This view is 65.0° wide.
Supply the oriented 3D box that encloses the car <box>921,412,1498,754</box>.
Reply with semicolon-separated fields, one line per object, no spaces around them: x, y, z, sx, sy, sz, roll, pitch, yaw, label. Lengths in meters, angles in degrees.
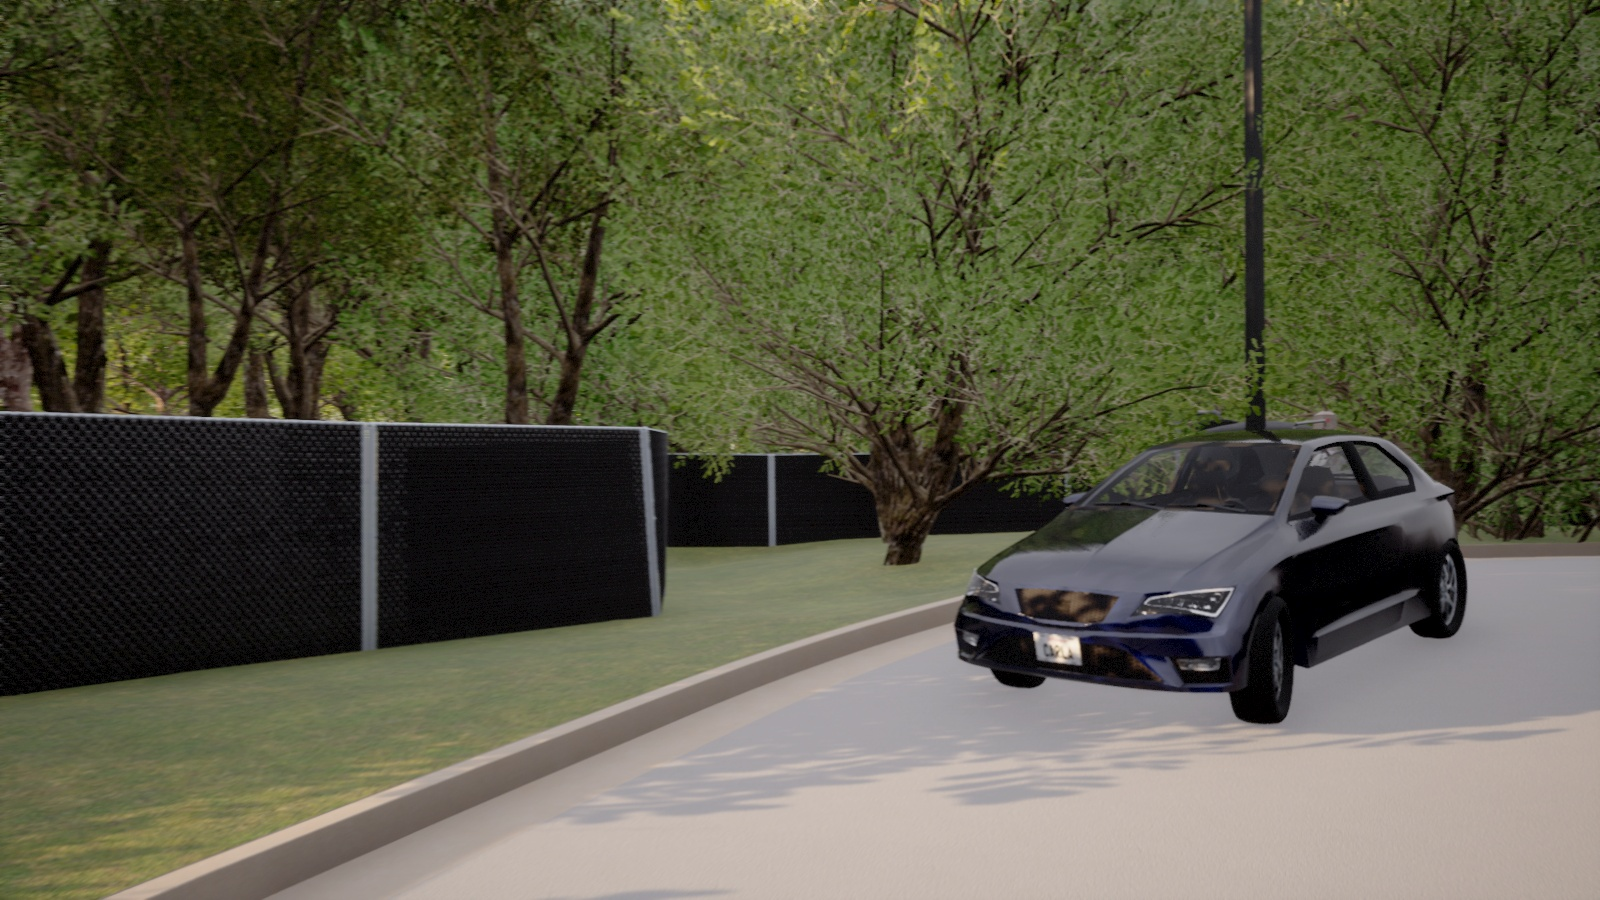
2.849;0.607;8.118;1.816;1.474;4.193;-1;3;44;car
